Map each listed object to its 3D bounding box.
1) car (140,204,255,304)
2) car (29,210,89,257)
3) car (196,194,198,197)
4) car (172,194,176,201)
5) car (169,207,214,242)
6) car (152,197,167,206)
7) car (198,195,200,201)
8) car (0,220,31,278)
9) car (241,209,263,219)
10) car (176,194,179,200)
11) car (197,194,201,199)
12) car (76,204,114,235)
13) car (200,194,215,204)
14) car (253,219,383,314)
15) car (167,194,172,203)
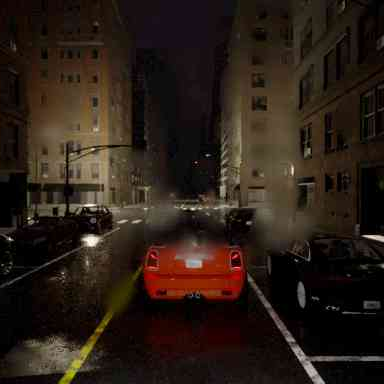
[{"bbox_3d":[0.054,1.352,8.309,2.097,1.767,4.553,0,0,0],"label":"car"},{"bbox_3d":[-5.684,1.582,12.939,1.802,1.307,4.206,0,0,0],"label":"car"},{"bbox_3d":[2.848,1.559,87.994,1.967,1.590,4.097,0,0,0],"label":"car"},{"bbox_3d":[-5.680,1.625,82.416,1.752,1.417,4.829,0,0,0],"label":"car"},{"bbox_3d":[-0.015,1.564,16.963,1.994,1.385,4.181,0,0,0],"label":"car"},{"bbox_3d":[-5.697,1.617,55.544,1.802,1.307,4.206,0,0,0],"label":"car"},{"bbox_3d":[2.835,1.605,66.358,2.008,1.369,4.403,0,0,0],"label":"car"},{"bbox_3d":[-5.677,1.566,7.438,1.947,1.339,4.313,0,0,0],"label":"car"},{"bbox_3d":[2.836,1.566,18.450,1.947,1.339,4.313,0,0,0],"label":"car"},{"bbox_3d":[-5.673,1.455,93.404,2.192,1.841,5.009,0,0,0],"label":"car"},{"bbox_3d":[2.841,1.523,77.176,1.967,1.590,4.097,0,0,0],"label":"car"},{"bbox_3d":[-5.690,1.440,18.441,1.967,1.590,4.097,0,0,0],"label":"car"},{"bbox_3d":[2.827,1.475,55.540,1.967,1.590,4.097,0,0,0],"label":"car"},{"bbox_3d":[2.848,1.550,7.448,2.008,1.369,4.403,0,0,0],"label":"car"},{"bbox_3d":[-5.690,1.606,66.361,2.008,1.369,4.403,0,0,0],"label":"car"}]
